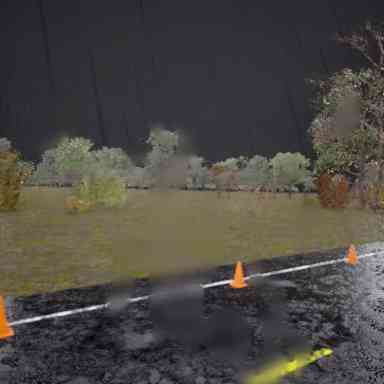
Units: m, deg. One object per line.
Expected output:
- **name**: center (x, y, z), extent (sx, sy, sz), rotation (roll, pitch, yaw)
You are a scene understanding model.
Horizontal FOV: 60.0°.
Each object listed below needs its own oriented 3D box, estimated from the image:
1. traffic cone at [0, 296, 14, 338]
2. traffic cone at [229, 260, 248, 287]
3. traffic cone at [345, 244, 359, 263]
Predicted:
- **traffic cone**: center (-2.960, 1.907, 5.142), extent (0.340, 0.580, 0.340), rotation (1, 0, -35)
- **traffic cone**: center (1.141, 1.951, 8.037), extent (0.340, 0.580, 0.340), rotation (1, 0, -35)
- **traffic cone**: center (5.260, 2.001, 10.906), extent (0.340, 0.580, 0.340), rotation (1, 0, -35)
